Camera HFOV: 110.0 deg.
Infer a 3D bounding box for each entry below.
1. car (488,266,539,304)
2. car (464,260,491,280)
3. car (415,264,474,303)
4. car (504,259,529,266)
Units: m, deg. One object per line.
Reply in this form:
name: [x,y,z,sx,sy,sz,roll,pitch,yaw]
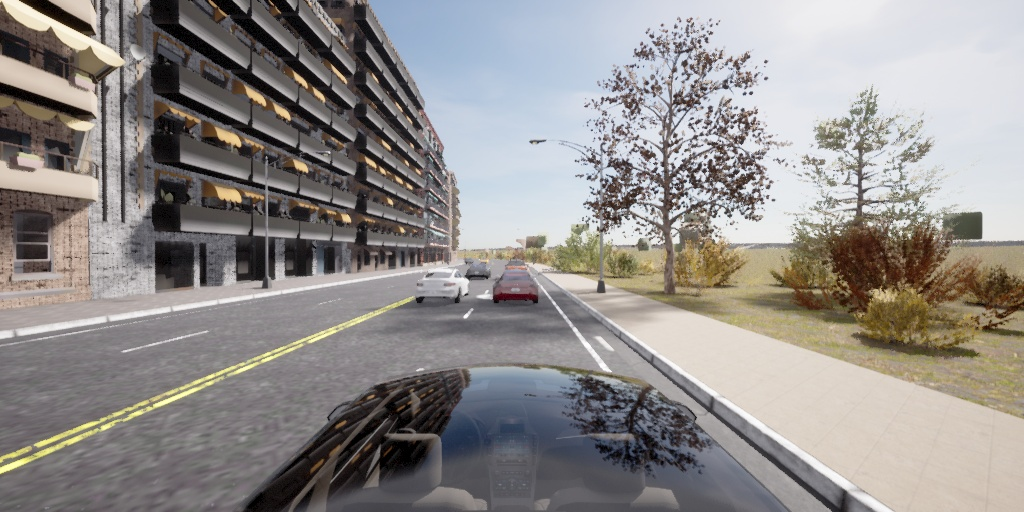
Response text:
car: [0.176,1.323,16.382,1.994,1.385,4.181,0,0,1]
car: [-2.848,1.326,31.430,1.994,1.385,4.181,0,0,1]
car: [-3.073,1.283,16.430,1.812,1.442,4.674,0,0,1]
car: [0.401,1.120,31.351,2.097,1.767,4.553,0,0,1]
